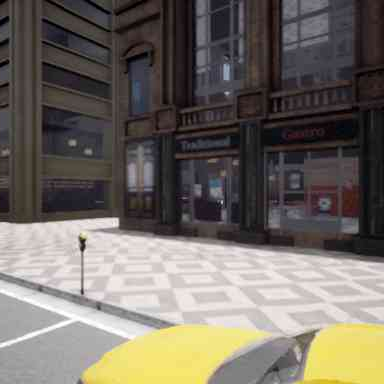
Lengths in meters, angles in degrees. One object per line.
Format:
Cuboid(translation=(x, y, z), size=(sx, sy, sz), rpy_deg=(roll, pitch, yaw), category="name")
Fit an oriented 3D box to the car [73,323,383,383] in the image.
Cuboid(translation=(1.156, 1.526, 2.139), size=(4.829, 1.417, 1.752), rpy_deg=(0, 0, 36), category="car")
